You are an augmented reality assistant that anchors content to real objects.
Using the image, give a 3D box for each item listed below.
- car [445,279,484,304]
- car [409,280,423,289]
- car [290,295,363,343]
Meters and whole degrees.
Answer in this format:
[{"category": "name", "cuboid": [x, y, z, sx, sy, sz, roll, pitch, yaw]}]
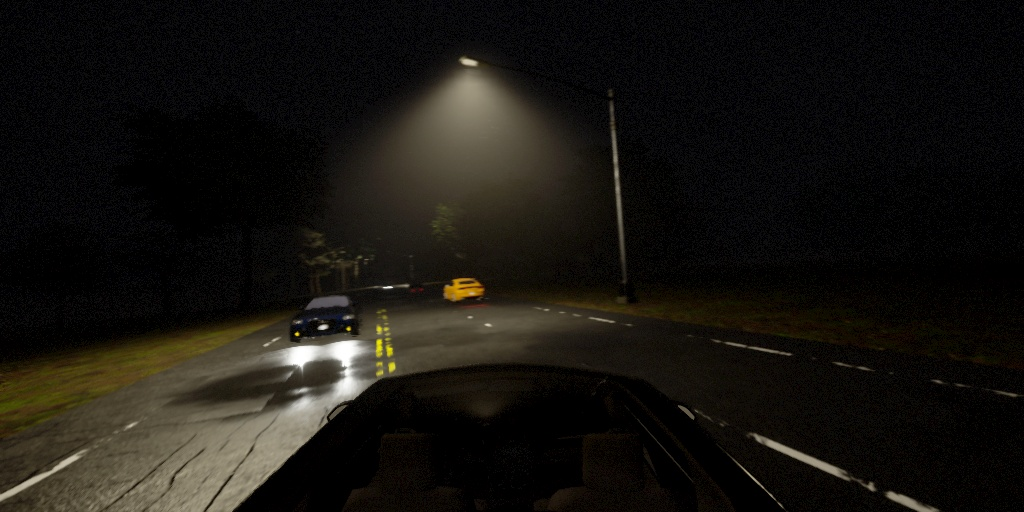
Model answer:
[{"category": "car", "cuboid": [-3.334, 2.309, 24.453, 1.882, 1.535, 5.008, -3, -2, -20]}, {"category": "car", "cuboid": [-15.412, 4.544, 57.155, 1.895, 1.301, 4.718, -3, -3, -20]}, {"category": "car", "cuboid": [-6.540, 2.131, 12.977, 1.994, 1.385, 4.181, -3, -2, -20]}]
